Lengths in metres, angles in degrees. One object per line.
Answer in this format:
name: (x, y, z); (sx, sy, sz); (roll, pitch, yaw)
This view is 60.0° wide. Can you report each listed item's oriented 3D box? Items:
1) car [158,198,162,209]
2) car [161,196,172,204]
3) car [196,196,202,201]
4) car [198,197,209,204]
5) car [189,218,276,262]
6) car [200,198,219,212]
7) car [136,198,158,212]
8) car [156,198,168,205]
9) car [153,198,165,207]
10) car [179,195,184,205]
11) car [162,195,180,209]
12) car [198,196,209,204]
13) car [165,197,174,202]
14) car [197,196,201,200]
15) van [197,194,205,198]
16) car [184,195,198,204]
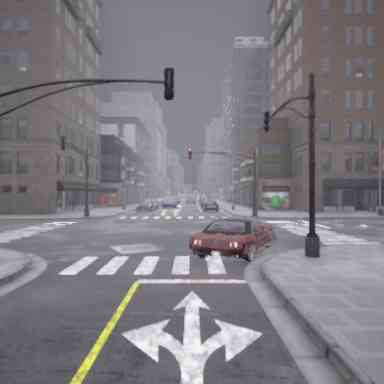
car: (-5.683, 1.597, 46.530); (1.967, 1.590, 4.097); (0, 0, 0)
car: (-5.652, 1.723, 74.083); (1.967, 1.590, 4.097); (0, 0, 0)
car: (1.987, 1.918, 94.977); (1.812, 1.442, 4.674); (0, 0, 0)
car: (2.367, 1.806, 68.563); (2.008, 1.369, 4.403); (0, 0, 0)
car: (1.711, 1.614, 12.332); (1.895, 1.301, 4.718); (0, 0, 26)
car: (2.335, 1.701, 41.009); (1.947, 1.339, 4.313); (0, 0, 0)
car: (-5.690, 1.575, 41.019); (1.967, 1.590, 4.097); (0, 0, 0)
car: (-5.664, 1.780, 63.061); (2.008, 1.369, 4.403); (0, 0, 0)
car: (-5.671, 1.786, 57.551); (1.802, 1.307, 4.206); (0, 0, 0)
car: (-3.057, 1.733, 63.169); (1.837, 1.490, 4.892); (0, 0, 1)
car: (-3.129, 1.641, 47.902); (1.882, 1.535, 5.008); (0, 0, 0)
car: (2.348, 1.762, 52.031); (1.802, 1.307, 4.206); (0, 0, 0)
car: (-5.639, 1.891, 85.104); (2.008, 1.369, 4.403); (0, 0, 0)
car: (2.354, 1.770, 57.542); (1.947, 1.339, 4.313); (0, 0, 0)
van: (2.360, 1.570, 63.053); (1.690, 1.788, 3.998); (0, 0, 0)
car: (-0.270, 1.814, 68.575); (1.994, 1.385, 4.181); (0, 0, 0)
